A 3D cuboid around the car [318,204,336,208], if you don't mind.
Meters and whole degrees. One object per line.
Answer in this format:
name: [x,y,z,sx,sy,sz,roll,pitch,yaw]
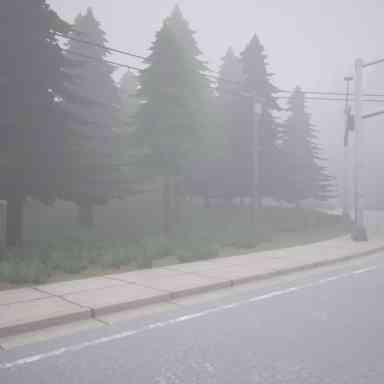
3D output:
car: [15.406,1.505,40.816,1.837,1.490,4.892,1,0,-23]
